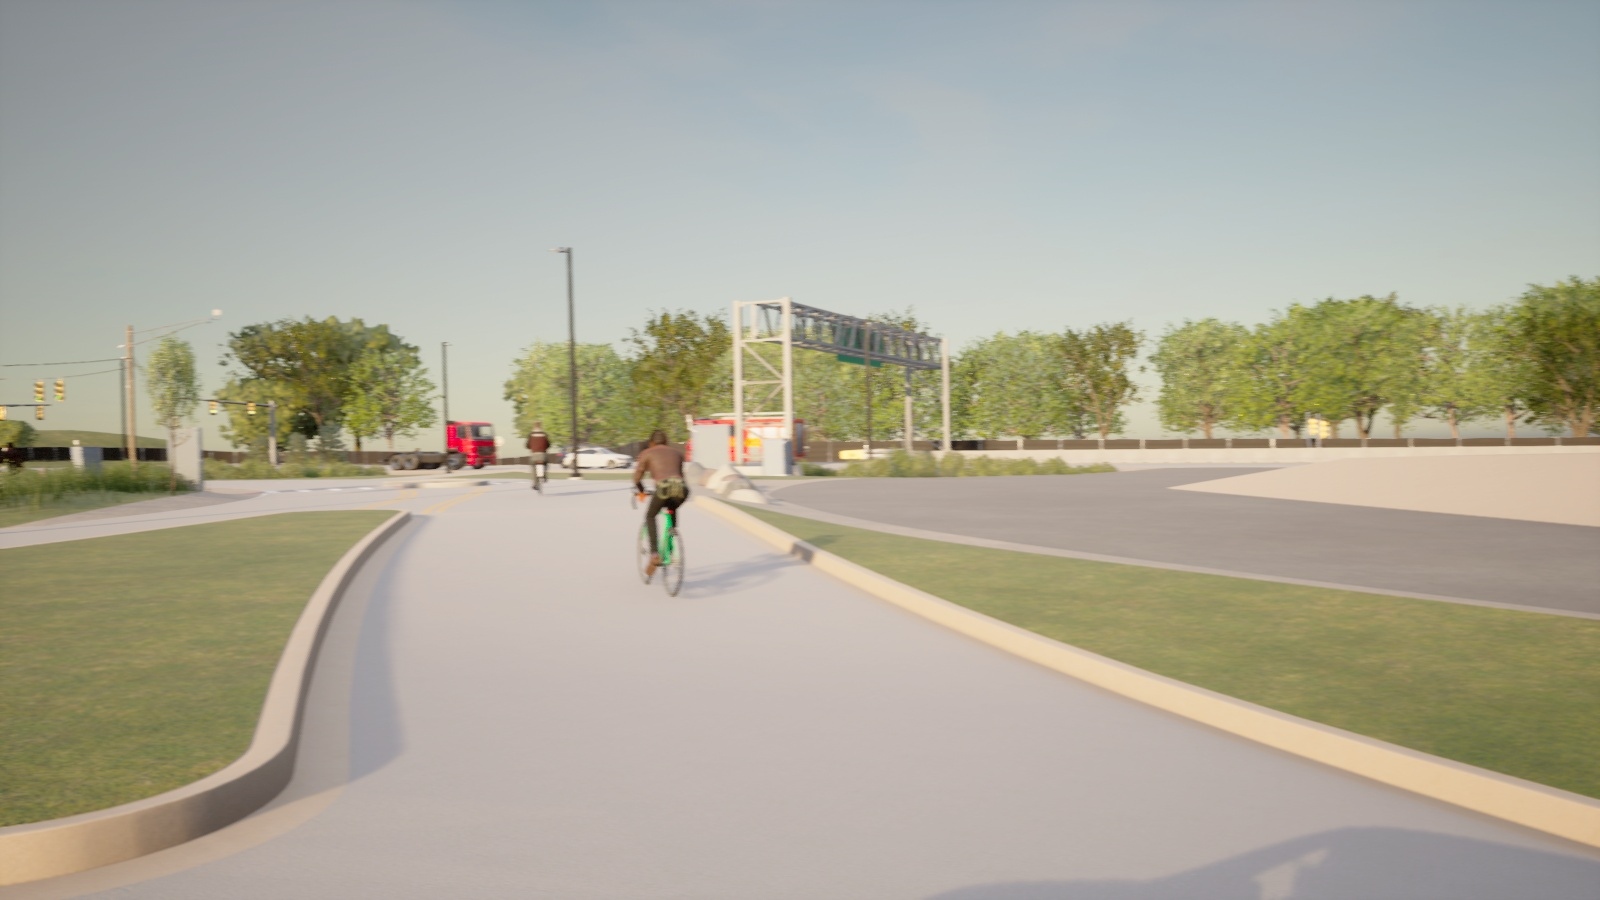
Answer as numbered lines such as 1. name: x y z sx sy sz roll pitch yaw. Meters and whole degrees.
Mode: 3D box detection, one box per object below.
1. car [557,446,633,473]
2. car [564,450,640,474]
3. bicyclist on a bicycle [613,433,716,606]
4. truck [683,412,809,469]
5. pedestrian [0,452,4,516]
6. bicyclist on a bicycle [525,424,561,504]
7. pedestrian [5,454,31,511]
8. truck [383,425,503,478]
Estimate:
1. car: -14.156 0.650 86.775 4.611 1.667 2.242 -2 0 24
2. car: -12.998 0.799 82.447 4.674 1.442 1.812 -2 0 24
3. bicyclist on a bicycle: -1.395 0.645 12.666 0.582 1.620 1.656 1 1 -22
4. truck: -3.872 -0.653 89.893 8.468 3.827 2.891 -2 0 24
5. pedestrian: -23.365 1.009 36.377 0.331 1.846 0.636 -2 -1 -43
6. bicyclist on a bicycle: -6.026 0.316 29.430 0.659 1.776 1.843 -3 1 -14
7. pedestrian: -26.164 1.090 42.019 0.703 1.840 0.431 -3 -1 35
8. truck: -24.904 0.129 87.659 7.936 3.462 2.891 -2 0 24
